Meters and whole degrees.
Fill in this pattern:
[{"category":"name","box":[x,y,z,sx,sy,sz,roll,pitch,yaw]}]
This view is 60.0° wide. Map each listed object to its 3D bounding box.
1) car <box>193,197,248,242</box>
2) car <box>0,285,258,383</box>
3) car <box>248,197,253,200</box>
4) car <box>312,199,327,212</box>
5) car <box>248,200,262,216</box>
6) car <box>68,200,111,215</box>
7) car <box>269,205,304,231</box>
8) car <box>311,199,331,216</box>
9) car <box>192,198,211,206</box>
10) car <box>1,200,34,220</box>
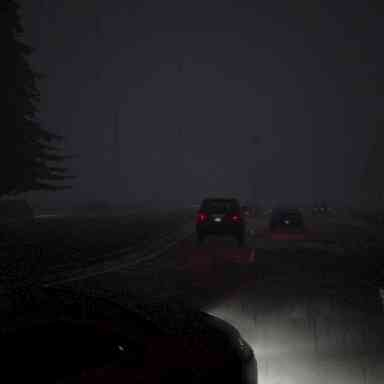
[{"category":"car","box":[1.591,1.304,17.054,2.150,2.045,5.566,0,0,10]},{"category":"car","box":[-1.326,1.572,2.843,4.181,1.385,1.994,1,0,-40]},{"category":"car","box":[11.199,1.835,67.597,2.128,1.511,4.902,0,0,26]},{"category":"car","box":[17.091,1.762,44.520,1.837,1.490,4.892,0,0,22]},{"category":"car","box":[6.137,1.779,34.884,1.895,1.301,4.718,0,0,18]},{"category":"car","box":[-11.141,1.620,36.382,2.128,1.511,4.902,0,0,38]},{"category":"car","box":[6.039,1.595,21.505,1.882,1.535,5.008,0,0,13]},{"category":"car","box":[13.667,1.751,35.228,2.033,1.411,5.357,0,0,19]},{"category":"car","box":[1.901,1.862,64.636,1.994,1.385,4.181,0,0,27]},{"category":"car","box":[-15.285,1.422,26.673,2.097,1.767,4.553,0,0,45]}]
